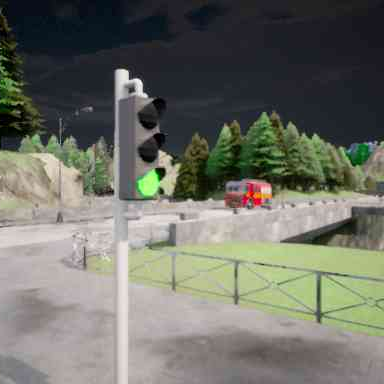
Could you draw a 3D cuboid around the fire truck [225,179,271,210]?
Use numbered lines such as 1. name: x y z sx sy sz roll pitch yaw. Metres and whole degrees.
1. fire truck: 7.588 0.285 44.034 2.891 3.827 8.468 0 0 36
